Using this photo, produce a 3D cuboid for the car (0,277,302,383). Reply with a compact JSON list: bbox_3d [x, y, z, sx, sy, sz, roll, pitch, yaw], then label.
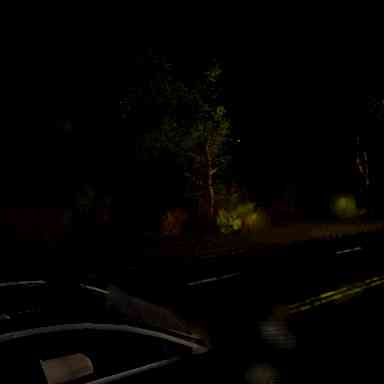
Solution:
[{"bbox_3d":[-1.168,1.493,2.586,4.902,1.511,2.128,-1,0,-35],"label":"car"}]
